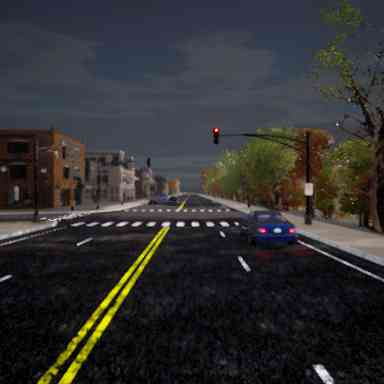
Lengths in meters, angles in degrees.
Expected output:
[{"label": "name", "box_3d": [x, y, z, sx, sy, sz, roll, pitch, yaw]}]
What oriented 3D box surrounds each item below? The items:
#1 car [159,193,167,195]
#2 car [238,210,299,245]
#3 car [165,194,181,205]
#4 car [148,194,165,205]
[{"label": "car", "box_3d": [-6.616, 1.250, 75.046, 2.150, 2.045, 5.566, 0, 0, 0]}, {"label": "car", "box_3d": [3.351, 1.552, 15.534, 2.033, 1.411, 5.357, 0, 0, 0]}, {"label": "car", "box_3d": [-3.356, 1.522, 59.503, 1.837, 1.490, 4.892, 0, 0, 0]}, {"label": "car", "box_3d": [-6.599, 1.566, 59.389, 2.033, 1.411, 5.357, 0, 0, 0]}]
